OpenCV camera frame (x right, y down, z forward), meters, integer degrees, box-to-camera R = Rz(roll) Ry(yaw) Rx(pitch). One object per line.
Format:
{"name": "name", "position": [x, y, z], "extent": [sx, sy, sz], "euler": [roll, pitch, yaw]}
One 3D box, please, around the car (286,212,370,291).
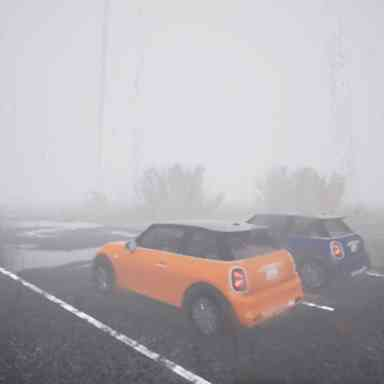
{"name": "car", "position": [2.297, 1.333, 9.311], "extent": [2.097, 1.767, 4.553], "euler": [0, 0, -45]}

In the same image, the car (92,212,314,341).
{"name": "car", "position": [-0.204, 1.340, 6.858], "extent": [2.097, 1.767, 4.553], "euler": [0, 0, -45]}
